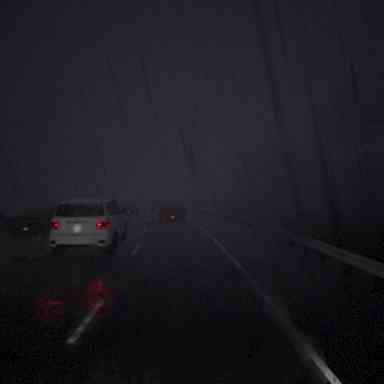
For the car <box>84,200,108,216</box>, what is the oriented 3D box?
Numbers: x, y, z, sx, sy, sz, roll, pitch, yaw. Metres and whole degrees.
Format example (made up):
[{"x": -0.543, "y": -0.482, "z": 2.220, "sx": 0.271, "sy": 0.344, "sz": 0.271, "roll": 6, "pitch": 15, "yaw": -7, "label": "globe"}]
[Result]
[{"x": -10.289, "y": 1.677, "z": 36.001, "sx": 2.033, "sy": 1.411, "sz": 5.357, "roll": 0, "pitch": 0, "yaw": -10, "label": "car"}]

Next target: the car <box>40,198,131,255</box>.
[{"x": -3.995, "y": 1.271, "z": 13.655, "sx": 2.150, "sy": 2.045, "sz": 5.566, "roll": 0, "pitch": 0, "yaw": -4, "label": "car"}]

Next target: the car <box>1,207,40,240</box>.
[{"x": -7.825, "y": 1.544, "z": 17.692, "sx": 1.882, "sy": 1.535, "sz": 5.008, "roll": 0, "pitch": 0, "yaw": -5, "label": "car"}]

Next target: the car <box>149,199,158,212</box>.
[{"x": -4.260, "y": 1.619, "z": 41.475, "sx": 1.882, "sy": 1.535, "sz": 5.008, "roll": 0, "pitch": 0, "yaw": -11, "label": "car"}]

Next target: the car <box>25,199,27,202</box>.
[{"x": -36.428, "y": 1.808, "z": 74.599, "sx": 2.128, "sy": 1.511, "sz": 4.902, "roll": 0, "pitch": 0, "yaw": -22, "label": "car"}]

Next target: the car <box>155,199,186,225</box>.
[{"x": -1.576, "y": 1.562, "z": 24.967, "sx": 1.882, "sy": 1.535, "sz": 5.008, "roll": 0, "pitch": 0, "yaw": -7, "label": "car"}]

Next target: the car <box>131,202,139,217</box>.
[{"x": -6.122, "y": 1.638, "z": 32.156, "sx": 1.812, "sy": 1.442, "sz": 4.674, "roll": 0, "pitch": 0, "yaw": -9, "label": "car"}]
